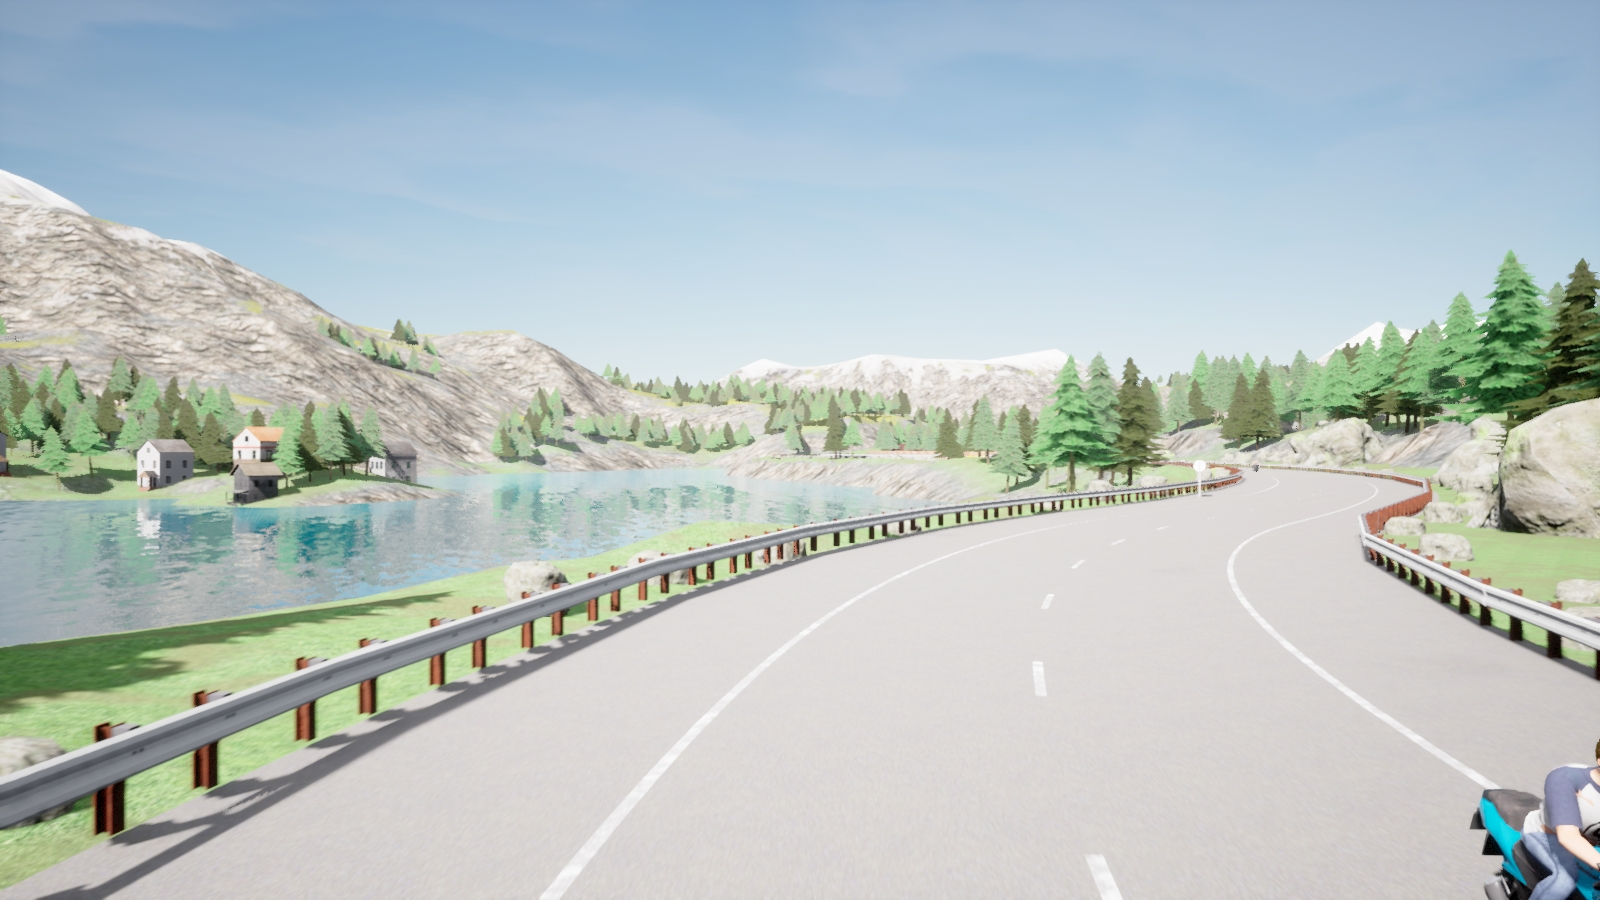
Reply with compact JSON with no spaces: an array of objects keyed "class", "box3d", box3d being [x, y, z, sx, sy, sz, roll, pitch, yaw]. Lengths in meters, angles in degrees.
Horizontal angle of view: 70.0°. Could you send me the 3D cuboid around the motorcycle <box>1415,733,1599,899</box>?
[{"class":"motorcycle","box3d":[3.709,2.178,5.257,0.803,1.217,2.033,1,0,5]}]
